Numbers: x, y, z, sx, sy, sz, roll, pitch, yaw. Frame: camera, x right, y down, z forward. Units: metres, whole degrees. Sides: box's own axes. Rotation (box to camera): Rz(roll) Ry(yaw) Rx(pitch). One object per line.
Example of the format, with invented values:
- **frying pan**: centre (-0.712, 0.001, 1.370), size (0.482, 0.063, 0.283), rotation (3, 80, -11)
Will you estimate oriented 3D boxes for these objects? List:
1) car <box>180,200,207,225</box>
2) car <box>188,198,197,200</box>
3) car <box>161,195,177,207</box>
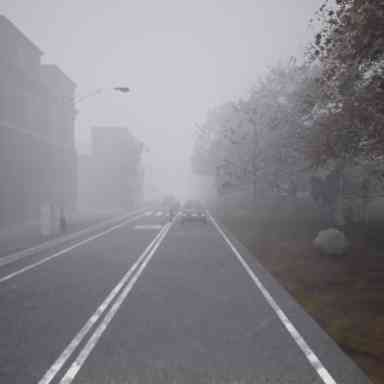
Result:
- **car**: centre (0.128, 1.540, 24.038), size (2.033, 1.411, 5.357), rotation (0, 0, 0)
- **car**: centre (0.095, 1.500, 44.506), size (1.994, 1.385, 4.181), rotation (0, 0, 0)
- **car**: centre (-3.351, 1.274, 48.251), size (2.097, 1.767, 4.553), rotation (0, 0, 0)
